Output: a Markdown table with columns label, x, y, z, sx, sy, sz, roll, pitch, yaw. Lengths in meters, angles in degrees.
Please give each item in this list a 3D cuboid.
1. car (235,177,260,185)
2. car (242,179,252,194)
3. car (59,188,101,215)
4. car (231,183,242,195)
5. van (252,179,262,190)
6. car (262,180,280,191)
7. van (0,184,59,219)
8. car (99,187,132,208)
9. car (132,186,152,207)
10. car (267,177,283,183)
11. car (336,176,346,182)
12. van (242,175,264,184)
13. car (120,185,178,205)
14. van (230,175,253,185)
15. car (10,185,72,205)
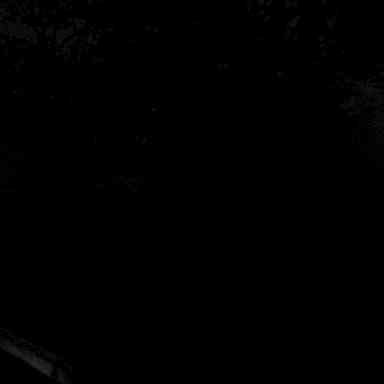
| label | x | y | z | sx | sy | sz | roll | pitch | yaw |
| --- | --- | --- | --- | --- | --- | --- | --- | --- | --- |
| car | 12.011 | -2.432 | 72.311 | 5.008 | 1.535 | 2.097 | 2 | 4 | 37 |
| car | 4.492 | -0.484 | 40.734 | 4.674 | 1.452 | 2.002 | 2 | 4 | 37 |
| car | -8.874 | 0.648 | 23.037 | 4.792 | 1.488 | 2.163 | 2 | 4 | 37 |
| car | 2.815 | -0.382 | 38.521 | 5.008 | 1.535 | 2.097 | 2 | 4 | 37 |
| van | 6.259 | -0.887 | 42.855 | 4.442 | 1.987 | 1.878 | 2 | 4 | 37 |
| car | 9.492 | -0.919 | 47.376 | 4.792 | 1.488 | 2.163 | 2 | 4 | 37 |
| van | -10.666 | 0.532 | 20.903 | 4.442 | 1.987 | 1.878 | 2 | 4 | 37 |
| car | -7.371 | 0.465 | 25.376 | 5.366 | 1.575 | 1.946 | 2 | 4 | 37 |
| car | -5.526 | 0.361 | 27.457 | 4.792 | 1.488 | 2.163 | 2 | 4 | 37 |
| car | 12.715 | -1.239 | 51.888 | 5.366 | 1.575 | 1.946 | 2 | 4 | 37 |
| car | 31.254 | -3.078 | 76.084 | 5.566 | 2.045 | 2.435 | 2 | 5 | 37 |
| van | 13.614 | -2.804 | 74.599 | 4.442 | 1.987 | 1.878 | 2 | 4 | 37 |
| car | -3.881 | 0.188 | 29.685 | 4.892 | 1.521 | 2.231 | 2 | 4 | 37 |
| van | 10.416 | -2.510 | 69.992 | 4.442 | 1.987 | 1.878 | 2 | 4 | 37 |
| car | -13.759 | 0.229 | 30.599 | 1.837 | 1.490 | 4.892 | 2 | 4 | 37 |
